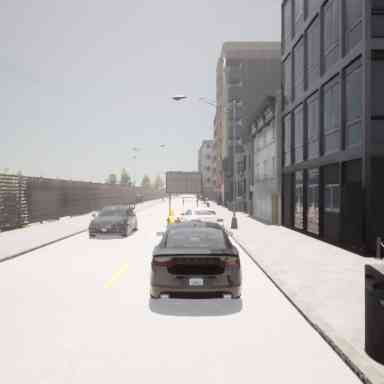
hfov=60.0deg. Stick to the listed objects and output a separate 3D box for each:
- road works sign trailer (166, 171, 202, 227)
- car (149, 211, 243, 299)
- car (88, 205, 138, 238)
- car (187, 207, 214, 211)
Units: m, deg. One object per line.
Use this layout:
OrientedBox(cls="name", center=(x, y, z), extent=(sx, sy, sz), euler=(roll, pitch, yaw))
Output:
OrientedBox(cls="road works sign trailer", center=(-0.562, 0.464, 21.332), extent=(2.380, 3.560, 2.880), euler=(0, 0, -17))
OrientedBox(cls="car", center=(0.072, 1.477, 8.500), extent=(1.882, 1.535, 5.008), euler=(0, 0, 0))
OrientedBox(cls="car", center=(-4.055, 1.504, 17.734), extent=(1.837, 1.490, 4.892), euler=(0, 0, 0))
OrientedBox(cls="car", center=(0.437, 1.539, 17.851), extent=(1.812, 1.442, 4.674), euler=(0, -1, -10))
